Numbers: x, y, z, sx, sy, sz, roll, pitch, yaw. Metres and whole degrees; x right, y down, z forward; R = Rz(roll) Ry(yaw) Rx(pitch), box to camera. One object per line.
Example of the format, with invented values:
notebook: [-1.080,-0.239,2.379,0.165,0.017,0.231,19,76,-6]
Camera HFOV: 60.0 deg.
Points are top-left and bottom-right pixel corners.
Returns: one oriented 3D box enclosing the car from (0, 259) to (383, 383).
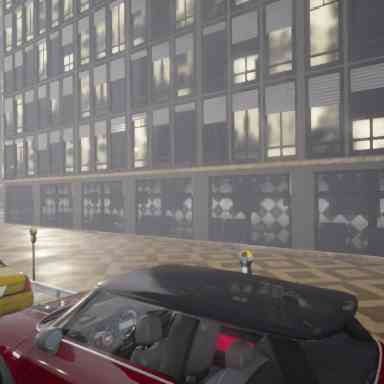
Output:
car: [-0.326,1.441,3.124,4.097,1.590,1.967,0,-1,35]
